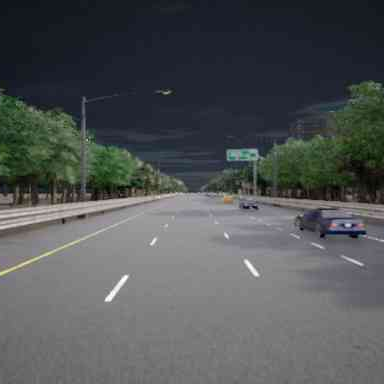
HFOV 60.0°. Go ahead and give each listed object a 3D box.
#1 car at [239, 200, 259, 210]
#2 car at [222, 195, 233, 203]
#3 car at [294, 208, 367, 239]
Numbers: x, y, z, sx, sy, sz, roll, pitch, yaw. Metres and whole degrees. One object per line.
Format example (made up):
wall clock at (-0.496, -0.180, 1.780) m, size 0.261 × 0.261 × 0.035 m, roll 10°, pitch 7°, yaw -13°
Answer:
car at (7.099, 1.602, 42.221) m, size 1.895 × 1.301 × 4.718 m, roll 0°, pitch 0°, yaw 0°
car at (7.257, 1.456, 68.779) m, size 1.882 × 1.535 × 5.008 m, roll 0°, pitch 0°, yaw 0°
car at (7.017, 1.550, 17.454) m, size 2.033 × 1.411 × 5.357 m, roll 0°, pitch 0°, yaw 0°
